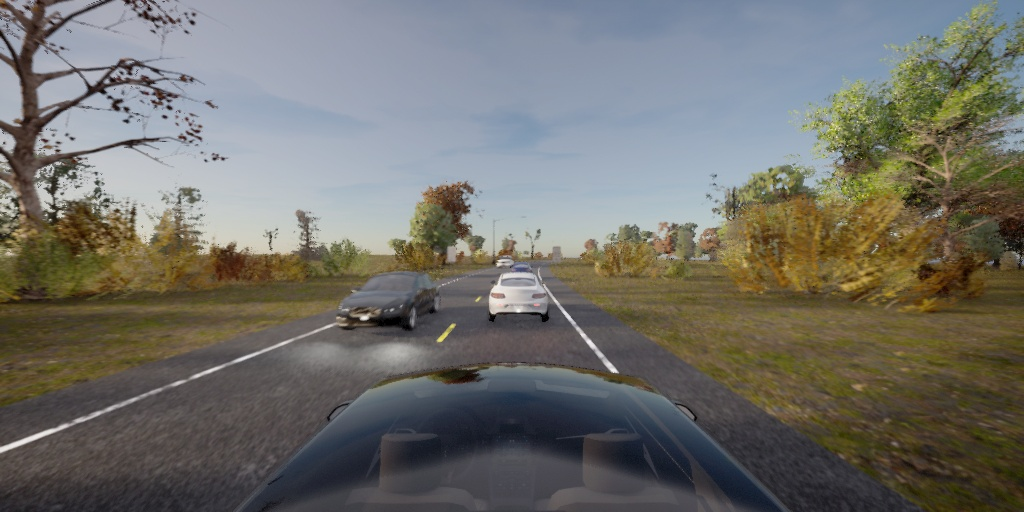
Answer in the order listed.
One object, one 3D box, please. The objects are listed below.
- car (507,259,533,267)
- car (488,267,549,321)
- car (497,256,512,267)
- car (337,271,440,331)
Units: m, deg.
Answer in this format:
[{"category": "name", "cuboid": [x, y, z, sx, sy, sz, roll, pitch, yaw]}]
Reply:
[{"category": "car", "cuboid": [0.854, 1.274, 31.013, 1.812, 1.442, 4.674, 0, 0, 3]}, {"category": "car", "cuboid": [0.216, 1.276, 12.351, 1.812, 1.442, 4.674, 0, 0, 1]}, {"category": "car", "cuboid": [-1.057, 0.958, 56.781, 2.150, 2.045, 5.566, 0, 0, 6]}, {"category": "car", "cuboid": [-3.506, 1.255, 11.041, 1.837, 1.490, 4.892, 0, 0, 1]}]
